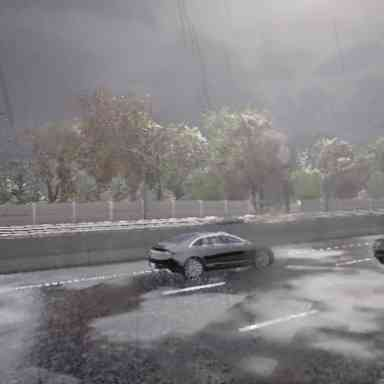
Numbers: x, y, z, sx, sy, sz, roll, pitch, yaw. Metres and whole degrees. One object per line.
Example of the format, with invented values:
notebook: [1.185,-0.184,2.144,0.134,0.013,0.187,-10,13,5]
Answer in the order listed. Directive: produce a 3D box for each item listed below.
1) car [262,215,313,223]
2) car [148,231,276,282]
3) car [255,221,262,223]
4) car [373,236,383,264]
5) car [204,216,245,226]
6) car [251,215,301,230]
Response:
car: [8.919,2.832,28.855,5.008,1.535,1.882,0,-4,-29]
car: [0.829,2.176,12.127,4.902,1.511,2.128,0,-4,-29]
car: [9.071,3.061,32.936,5.008,1.535,1.882,0,-4,-29]
car: [8.821,1.954,12.596,4.674,1.442,1.812,0,-4,-29]
car: [3.736,3.536,37.959,5.008,1.535,1.882,0,-4,-29]
car: [9.414,3.358,37.120,5.357,1.411,2.033,0,-4,-29]
